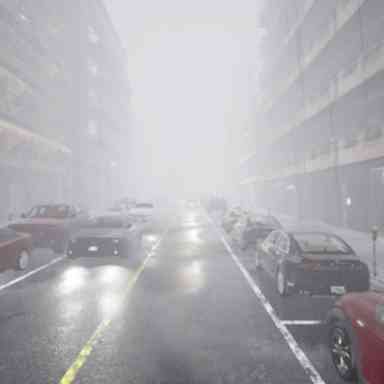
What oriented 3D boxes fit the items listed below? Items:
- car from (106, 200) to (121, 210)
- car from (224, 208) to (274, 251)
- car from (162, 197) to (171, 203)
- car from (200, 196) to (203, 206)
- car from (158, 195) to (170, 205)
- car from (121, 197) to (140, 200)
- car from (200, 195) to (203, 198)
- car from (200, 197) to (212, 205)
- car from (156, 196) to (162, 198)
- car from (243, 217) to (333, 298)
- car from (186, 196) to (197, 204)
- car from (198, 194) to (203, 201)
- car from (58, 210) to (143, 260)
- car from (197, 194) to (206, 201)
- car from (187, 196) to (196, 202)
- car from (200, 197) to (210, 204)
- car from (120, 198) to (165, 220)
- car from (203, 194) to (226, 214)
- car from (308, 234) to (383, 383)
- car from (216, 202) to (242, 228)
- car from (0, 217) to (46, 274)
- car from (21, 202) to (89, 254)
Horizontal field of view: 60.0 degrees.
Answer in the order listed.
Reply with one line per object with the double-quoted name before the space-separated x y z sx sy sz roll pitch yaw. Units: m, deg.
"car" -5.713 1.586 24.872 1.752 1.417 4.829 1 0 0
"car" 2.684 1.577 13.885 2.008 1.369 4.403 1 0 0
"car" -5.787 1.765 75.153 1.802 1.307 4.206 1 0 0
"car" 2.635 1.654 47.293 2.008 1.369 4.403 1 0 0
"car" -5.767 1.469 64.018 2.192 1.841 5.009 1 0 0
"car" -5.718 1.389 30.611 2.192 1.841 5.009 1 0 0
"car" 2.627 1.661 52.860 1.887 1.381 4.507 1 0 0
"car" 2.610 1.695 63.997 2.008 1.369 4.403 1 0 0
"car" -5.746 1.679 47.315 1.947 1.339 4.313 1 0 0
"car" 2.692 1.565 8.318 2.008 1.369 4.403 1 0 0
"car" -0.096 1.668 68.141 2.128 1.511 4.902 0 0 0
"car" 2.621 1.445 58.428 2.192 1.841 5.009 1 0 0
"car" -3.106 1.594 12.447 1.994 1.385 4.181 0 0 0
"car" 2.572 1.531 91.837 2.192 1.841 5.009 1 0 0
"car" -0.111 1.615 78.322 2.033 1.411 5.357 0 0 0
"car" 2.602 1.724 69.564 1.947 1.339 4.313 1 0 0
"car" -3.028 1.291 21.275 1.812 1.442 4.674 0 0 0
"car" 2.654 1.392 36.158 2.192 1.841 5.009 1 0 0
"car" 2.701 1.443 2.750 1.967 1.590 4.097 1 0 0
"car" 2.676 1.564 19.623 1.752 1.417 4.829 1 0 0
"car" -5.689 1.569 8.339 1.887 1.381 4.507 1 0 0
"car" -5.694 1.352 13.908 2.192 1.841 5.009 1 0 0
